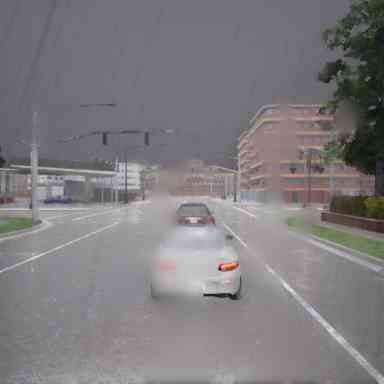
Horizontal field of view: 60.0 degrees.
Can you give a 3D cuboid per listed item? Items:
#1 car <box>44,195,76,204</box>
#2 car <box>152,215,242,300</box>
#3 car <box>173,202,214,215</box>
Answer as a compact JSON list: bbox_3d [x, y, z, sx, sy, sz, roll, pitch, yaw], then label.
[{"bbox_3d":[-23.402,1.295,57.992,4.611,1.667,2.242,0,0,1],"label":"car"},{"bbox_3d":[0.092,1.526,8.277,1.812,1.442,4.674,0,0,0],"label":"car"},{"bbox_3d":[0.074,1.352,17.269,2.097,1.767,4.553,0,0,0],"label":"car"}]
